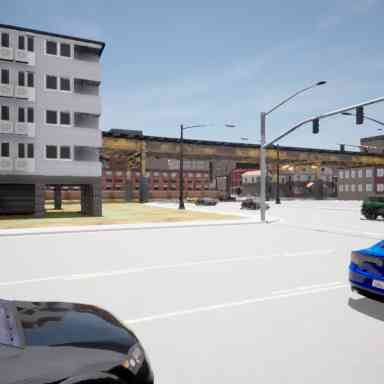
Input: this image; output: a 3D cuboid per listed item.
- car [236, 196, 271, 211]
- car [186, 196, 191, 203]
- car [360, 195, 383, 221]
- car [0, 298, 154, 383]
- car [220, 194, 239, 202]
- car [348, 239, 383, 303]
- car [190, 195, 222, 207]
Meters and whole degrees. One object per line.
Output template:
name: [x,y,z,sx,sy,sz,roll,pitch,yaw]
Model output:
car: [7.764,1.525,41.192,1.812,1.442,4.674,0,0,-25]
car: [-0.049,1.478,68.953,1.882,1.535,5.008,0,0,9]
car: [15.531,1.213,25.012,2.150,2.045,5.566,0,0,-26]
car: [-2.428,1.564,2.750,4.181,1.385,1.994,0,0,-32]
car: [8.259,1.540,78.709,2.033,1.411,5.357,0,0,40]
car: [5.550,1.478,6.903,5.008,1.535,1.882,0,0,-25]
car: [2.163,1.548,52.932,2.033,1.411,5.357,0,0,-24]
